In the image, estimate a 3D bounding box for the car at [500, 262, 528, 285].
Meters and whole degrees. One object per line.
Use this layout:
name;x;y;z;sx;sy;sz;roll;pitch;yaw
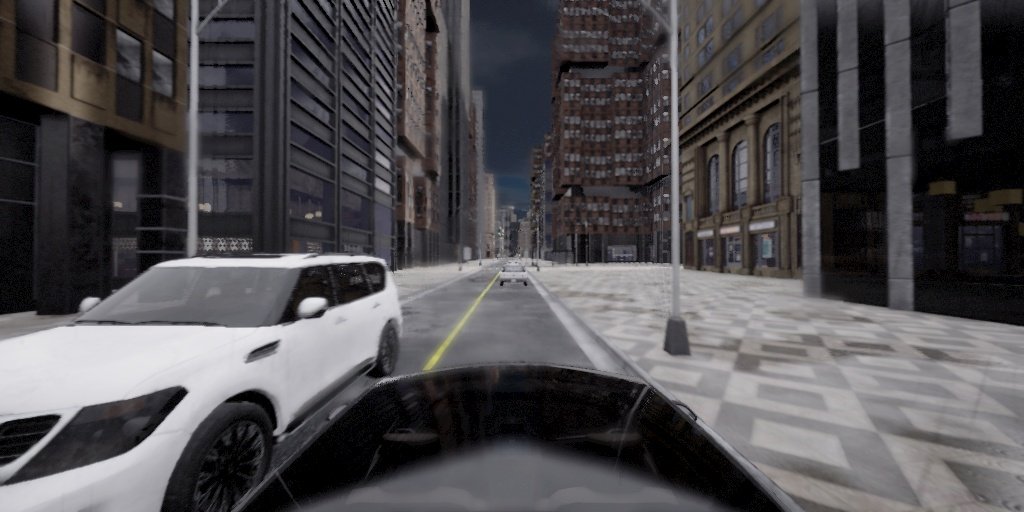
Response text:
car;0.111;1.358;25.942;1.895;1.301;4.718;0;0;0

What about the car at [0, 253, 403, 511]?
car;-3.060;0.975;4.364;2.150;2.045;5.566;0;0;0
